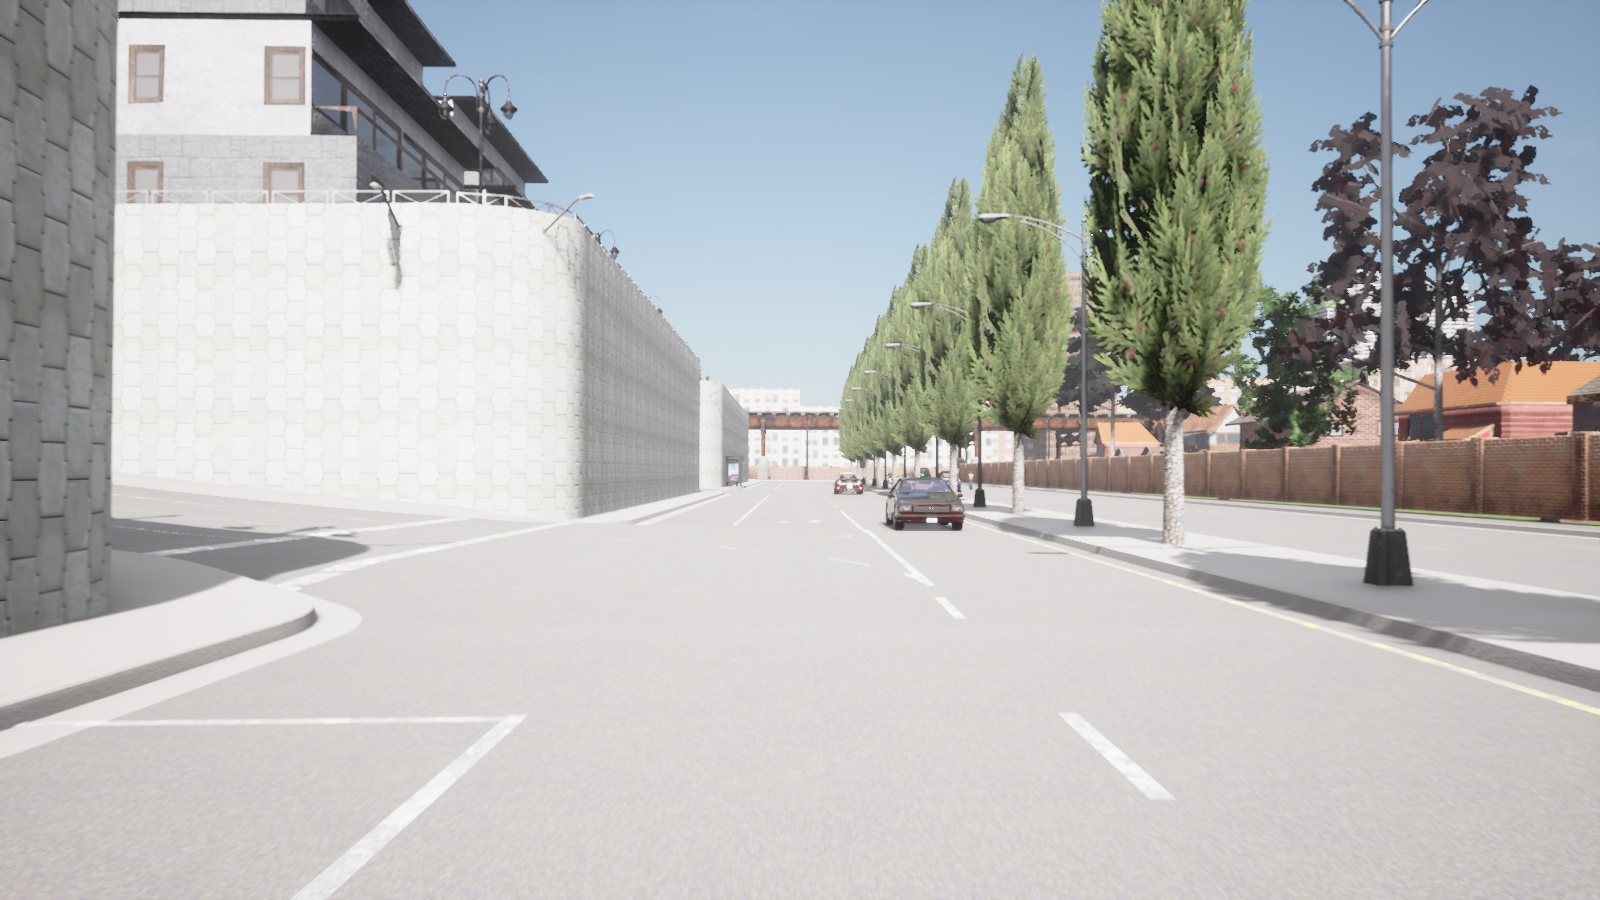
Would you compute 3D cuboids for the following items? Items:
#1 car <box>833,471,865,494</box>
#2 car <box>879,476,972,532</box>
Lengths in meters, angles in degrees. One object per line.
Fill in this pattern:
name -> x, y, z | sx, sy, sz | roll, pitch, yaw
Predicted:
car -> 3.278, 2.182, 84.549 | 1.970, 1.475, 3.806 | 0, -1, 0
car -> 3.408, 1.434, 34.996 | 2.033, 1.411, 5.357 | 0, -1, 0
